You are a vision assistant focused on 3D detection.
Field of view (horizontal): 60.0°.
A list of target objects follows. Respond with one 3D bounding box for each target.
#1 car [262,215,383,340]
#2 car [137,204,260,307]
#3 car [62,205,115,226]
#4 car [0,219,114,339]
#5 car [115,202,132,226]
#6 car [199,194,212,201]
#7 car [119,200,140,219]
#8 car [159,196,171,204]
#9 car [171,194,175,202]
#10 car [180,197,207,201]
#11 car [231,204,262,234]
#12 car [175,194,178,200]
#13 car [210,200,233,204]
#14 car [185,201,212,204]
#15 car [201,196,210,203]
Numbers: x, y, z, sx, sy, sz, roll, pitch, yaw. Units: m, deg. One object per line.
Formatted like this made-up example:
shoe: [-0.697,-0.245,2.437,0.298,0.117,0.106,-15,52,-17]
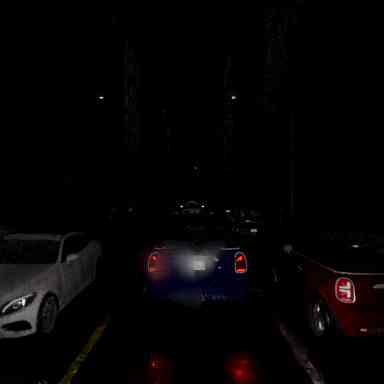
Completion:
car: [2.856,1.440,6.548,1.967,1.590,4.097,0,0,0]
car: [0.102,1.352,8.117,2.097,1.767,4.553,0,0,0]
car: [-5.666,1.567,17.553,1.947,1.339,4.313,0,0,0]
car: [-3.098,1.525,6.700,1.812,1.442,4.674,0,0,0]
car: [-5.664,1.584,23.055,1.802,1.307,4.206,0,0,0]
car: [2.908,1.483,65.644,1.967,1.590,4.097,0,0,0]
car: [-5.663,1.443,28.556,1.967,1.590,4.097,0,0,0]
car: [-5.616,1.625,65.659,1.802,1.307,4.206,0,0,0]
car: [-5.593,1.615,76.476,2.008,1.369,4.403,0,0,0]
car: [0.008,1.459,27.419,1.801,1.575,5.366,0,0,0]
car: [2.859,1.552,17.551,2.008,1.369,4.403,0,0,0]
car: [-5.559,1.637,92.532,1.752,1.417,4.829,0,0,0]
car: [2.863,1.569,28.553,1.947,1.339,4.313,0,0,0]
car: [0.101,1.479,17.398,1.882,1.535,5.008,0,0,0]
car: [2.920,1.579,71.223,1.752,1.417,4.829,0,0,0]
